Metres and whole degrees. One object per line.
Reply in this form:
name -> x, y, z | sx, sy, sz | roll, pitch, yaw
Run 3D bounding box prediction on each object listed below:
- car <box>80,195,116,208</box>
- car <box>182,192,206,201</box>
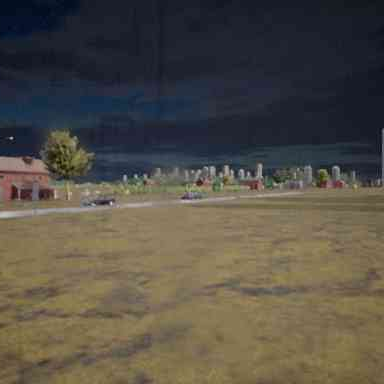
car -> -12.001, 1.143, 42.608 | 1.837, 1.490, 4.892 | 1, 2, 36
car -> 0.396, 0.748, 59.626 | 2.033, 1.411, 5.357 | 1, 2, 36
